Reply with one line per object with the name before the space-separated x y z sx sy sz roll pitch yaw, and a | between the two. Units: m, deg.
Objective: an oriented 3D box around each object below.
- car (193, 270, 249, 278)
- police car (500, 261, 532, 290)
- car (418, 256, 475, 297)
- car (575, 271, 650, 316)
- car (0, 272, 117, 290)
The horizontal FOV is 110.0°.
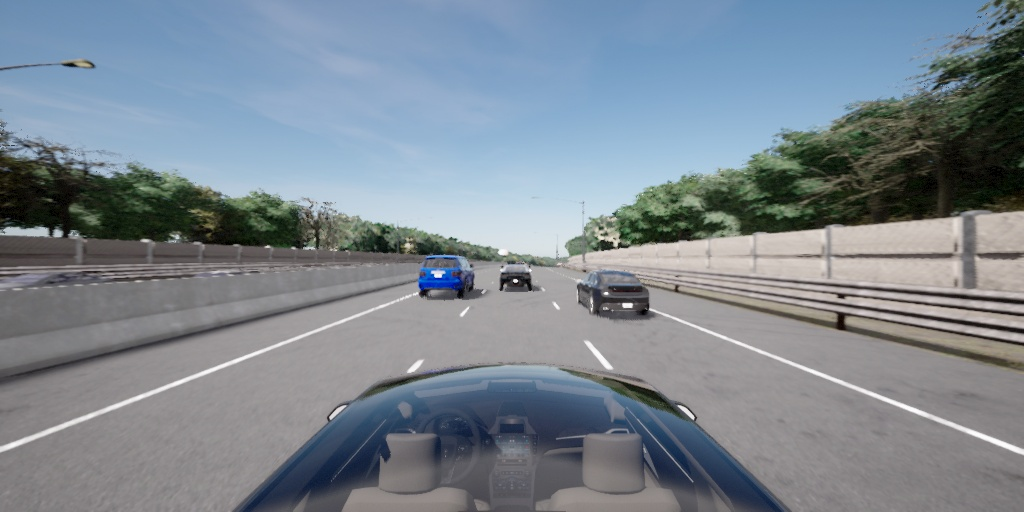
car | -14.007 1.354 17.020 1.895 1.301 4.718 0 0 1
police car | 0.256 1.220 23.267 1.930 1.638 5.238 0 0 1
car | -3.335 1.001 19.122 2.150 2.045 5.566 0 0 1
car | 3.629 1.287 13.593 1.837 1.490 4.892 0 0 1
car | -17.534 1.303 13.455 1.994 1.385 4.181 0 0 1
